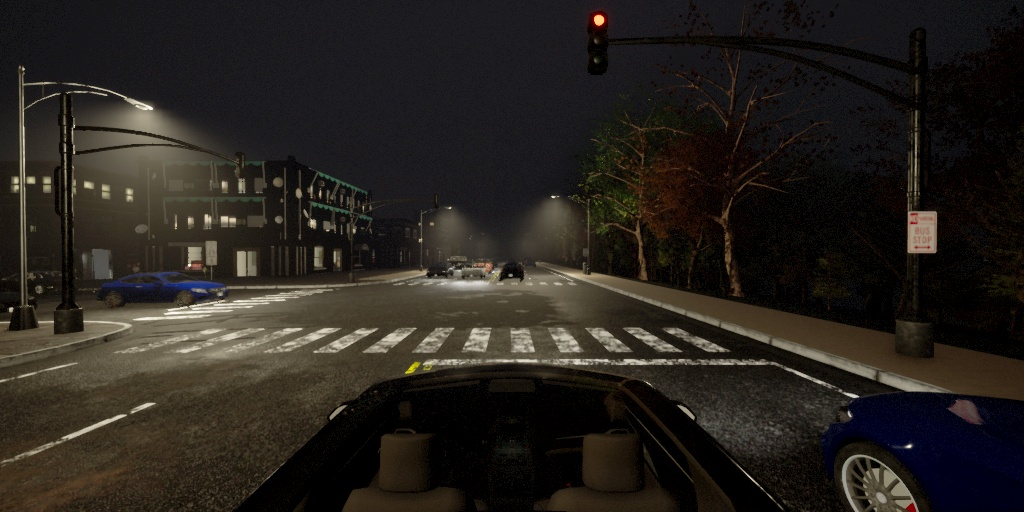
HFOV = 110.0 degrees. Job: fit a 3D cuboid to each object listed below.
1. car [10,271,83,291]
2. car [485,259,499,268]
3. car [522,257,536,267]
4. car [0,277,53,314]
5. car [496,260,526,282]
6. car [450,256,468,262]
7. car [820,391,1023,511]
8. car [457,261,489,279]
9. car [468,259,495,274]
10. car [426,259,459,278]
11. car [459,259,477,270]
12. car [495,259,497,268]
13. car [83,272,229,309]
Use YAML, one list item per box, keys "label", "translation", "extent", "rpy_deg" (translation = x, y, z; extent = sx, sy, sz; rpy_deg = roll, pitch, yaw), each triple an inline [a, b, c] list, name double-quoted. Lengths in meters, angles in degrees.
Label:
- label: "car"
  translation: [-28.321, 1.560, 21.348]
  extent: [4.403, 1.370, 2.007]
  rpy_deg: [0, 0, 0]
- label: "car"
  translation: [-3.431, 1.219, 61.705]
  extent: [2.128, 1.511, 4.902]
  rpy_deg: [0, 0, 0]
- label: "car"
  translation: [3.227, 1.274, 63.694]
  extent: [2.033, 1.411, 5.357]
  rpy_deg: [0, 0, 0]
- label: "car"
  translation: [-19.970, 1.565, 12.853]
  extent: [4.313, 1.339, 1.948]
  rpy_deg: [0, 0, 0]
- label: "car"
  translation: [0.011, 1.267, 29.244]
  extent: [1.812, 1.442, 4.674]
  rpy_deg: [0, 0, 3]
- label: "car"
  translation: [-6.674, 0.957, 44.237]
  extent: [2.150, 2.045, 5.566]
  rpy_deg: [0, 0, 0]
- label: "car"
  translation: [3.358, 1.276, 0.888]
  extent: [1.812, 1.442, 4.674]
  rpy_deg: [0, 0, 1]
- label: "car"
  translation: [-3.407, 1.341, 32.282]
  extent: [1.895, 1.301, 4.718]
  rpy_deg: [0, 0, 0]
- label: "car"
  translation: [-3.423, 1.088, 41.254]
  extent: [2.097, 1.767, 4.553]
  rpy_deg: [0, 0, 0]
- label: "car"
  translation: [-6.659, 1.287, 34.001]
  extent: [2.033, 1.411, 5.357]
  rpy_deg: [0, 0, 0]
- label: "car"
  translation: [-6.696, 1.222, 54.641]
  extent: [2.128, 1.511, 4.902]
  rpy_deg: [0, 0, 0]
- label: "car"
  translation: [-3.436, 1.224, 51.286]
  extent: [2.128, 1.511, 4.902]
  rpy_deg: [0, 0, 0]
- label: "car"
  translation: [-15.166, 1.441, 15.687]
  extent: [4.674, 1.442, 1.812]
  rpy_deg: [-1, 1, -2]
